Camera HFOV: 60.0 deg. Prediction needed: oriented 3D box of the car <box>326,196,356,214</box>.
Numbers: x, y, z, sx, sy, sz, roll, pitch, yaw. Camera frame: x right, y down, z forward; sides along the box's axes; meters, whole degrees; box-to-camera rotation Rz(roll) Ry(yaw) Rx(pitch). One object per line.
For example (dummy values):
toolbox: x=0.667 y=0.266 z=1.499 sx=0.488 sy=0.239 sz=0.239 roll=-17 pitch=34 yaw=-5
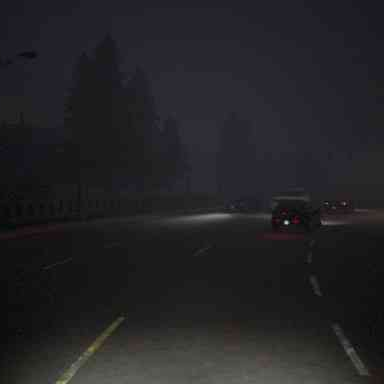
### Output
car: x=12.605 y=1.040 z=28.420 sx=1.812 sy=1.442 sz=4.674 roll=1 pitch=1 yaw=34

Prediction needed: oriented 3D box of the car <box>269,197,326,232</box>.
car: x=5.725 y=1.194 z=17.935 sx=1.837 sy=1.490 sz=4.892 roll=0 pitch=0 yaw=30

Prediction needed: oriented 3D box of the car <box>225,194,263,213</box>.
car: x=4.750 y=0.981 z=29.728 sx=2.128 sy=1.511 sz=4.902 roll=1 pitch=1 yaw=35

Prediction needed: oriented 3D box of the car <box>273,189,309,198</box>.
car: x=8.717 y=0.721 z=29.294 sx=2.150 sy=2.045 sz=5.566 roll=1 pitch=1 yaw=35
